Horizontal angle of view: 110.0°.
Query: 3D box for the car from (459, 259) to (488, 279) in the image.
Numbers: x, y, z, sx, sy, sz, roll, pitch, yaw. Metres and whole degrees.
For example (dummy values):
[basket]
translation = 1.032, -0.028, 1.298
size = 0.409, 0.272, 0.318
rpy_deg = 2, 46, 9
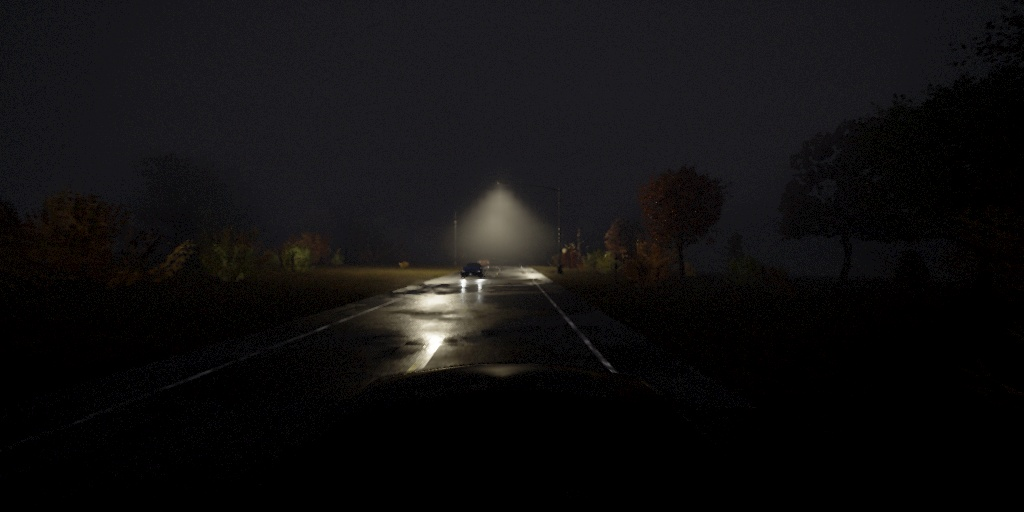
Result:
[car]
translation = -3.593, 1.303, 33.420
size = 1.812, 1.442, 4.674
rpy_deg = 0, 0, 0
